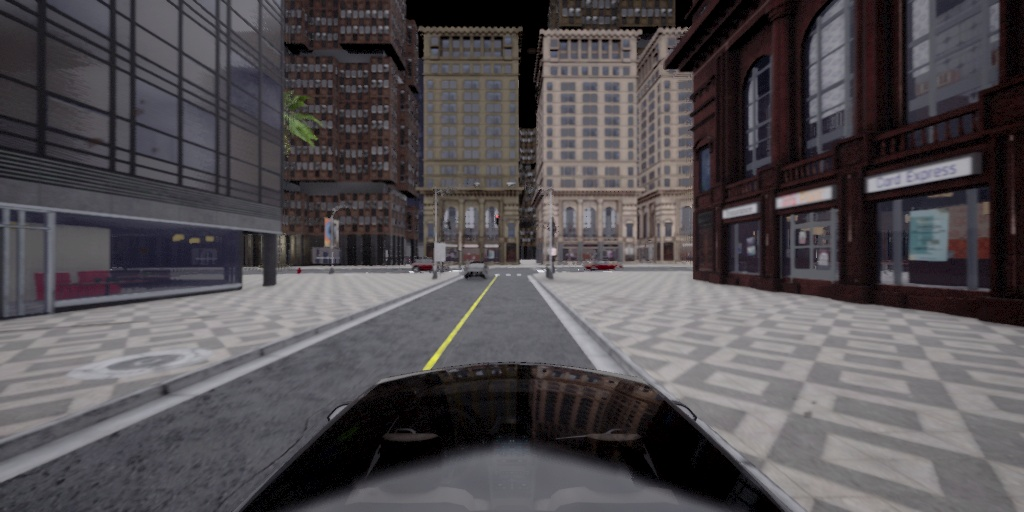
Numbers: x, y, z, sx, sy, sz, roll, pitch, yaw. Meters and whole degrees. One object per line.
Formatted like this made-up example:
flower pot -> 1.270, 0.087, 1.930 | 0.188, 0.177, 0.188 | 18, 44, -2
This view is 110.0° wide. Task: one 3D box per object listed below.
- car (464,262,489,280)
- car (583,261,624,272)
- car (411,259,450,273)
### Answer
car -> -3.053, 1.261, 31.582 | 1.837, 1.490, 4.892 | 0, 0, 0
car -> 11.266, 1.281, 44.193 | 4.718, 1.301, 1.895 | 0, 0, -1
car -> -9.897, 1.106, 44.004 | 4.553, 1.767, 2.097 | -1, 0, -1
